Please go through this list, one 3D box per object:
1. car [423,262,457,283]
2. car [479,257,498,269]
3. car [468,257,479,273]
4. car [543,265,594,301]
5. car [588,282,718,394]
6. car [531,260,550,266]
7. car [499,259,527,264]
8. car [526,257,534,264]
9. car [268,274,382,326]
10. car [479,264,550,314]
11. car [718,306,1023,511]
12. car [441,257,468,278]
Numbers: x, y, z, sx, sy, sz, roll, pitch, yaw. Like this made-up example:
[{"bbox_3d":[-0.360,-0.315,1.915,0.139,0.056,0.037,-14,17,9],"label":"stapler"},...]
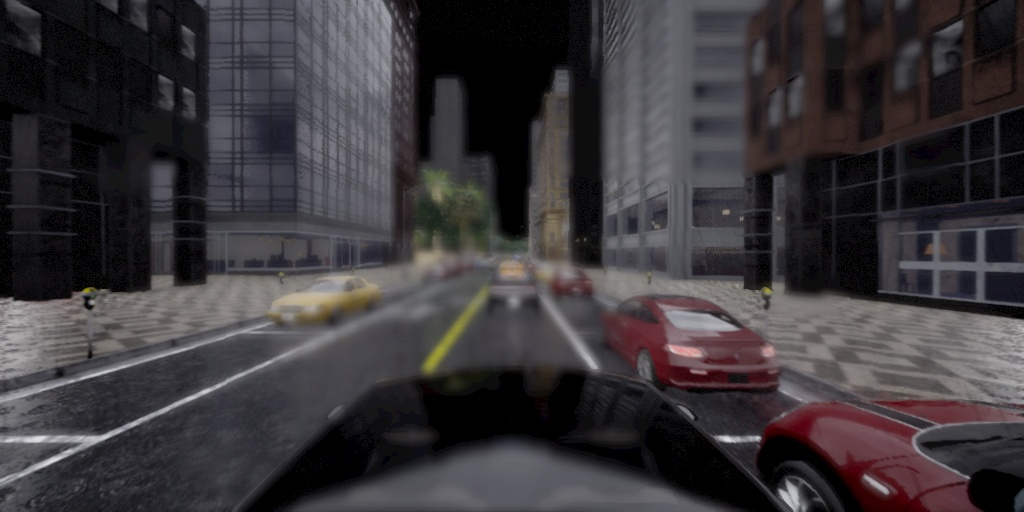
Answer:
[{"bbox_3d":[-5.769,1.349,28.143,1.802,1.307,4.207,0,0,0],"label":"car"},{"bbox_3d":[-3.095,1.263,45.418,1.882,1.535,5.008,0,0,0],"label":"car"},{"bbox_3d":[-5.773,1.099,44.420,2.192,1.841,5.009,0,0,0],"label":"car"},{"bbox_3d":[2.759,1.303,17.286,1.888,1.381,4.507,0,0,0],"label":"car"},{"bbox_3d":[2.762,1.334,6.436,1.802,1.307,4.207,0,0,0],"label":"car"},{"bbox_3d":[2.757,1.292,28.306,1.751,1.417,4.829,0,0,0],"label":"car"},{"bbox_3d":[0.083,1.247,30.723,1.882,1.535,5.008,0,0,0],"label":"car"},{"bbox_3d":[2.754,1.217,38.985,1.967,1.591,4.097,0,0,0],"label":"car"},{"bbox_3d":[-5.765,1.280,11.695,1.751,1.417,4.829,0,0,0],"label":"car"},{"bbox_3d":[0.082,1.248,13.839,2.128,1.511,4.902,0,0,0],"label":"car"},{"bbox_3d":[2.763,1.190,1.011,1.967,1.591,4.097,0,0,0],"label":"car"},{"bbox_3d":[-5.770,1.087,33.568,2.192,1.841,5.009,0,0,0],"label":"car"}]
